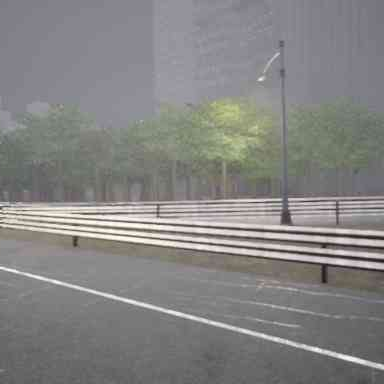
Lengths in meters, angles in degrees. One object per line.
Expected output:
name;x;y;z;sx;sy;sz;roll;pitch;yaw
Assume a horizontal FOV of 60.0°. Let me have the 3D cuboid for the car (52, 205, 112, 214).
car;-8.761;1.701;25.820;4.718;1.301;1.895;-1;-1;11
